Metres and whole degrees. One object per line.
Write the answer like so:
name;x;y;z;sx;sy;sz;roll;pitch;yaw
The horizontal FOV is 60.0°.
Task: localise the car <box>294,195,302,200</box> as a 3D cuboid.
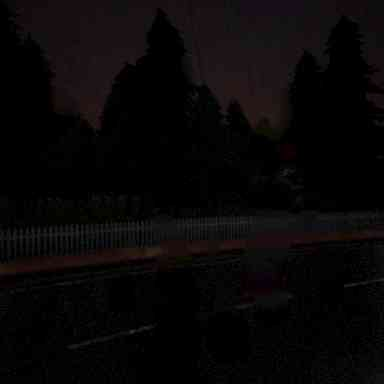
car;20.815;0.951;62.646;2.128;1.511;4.902;-1;0;-3
